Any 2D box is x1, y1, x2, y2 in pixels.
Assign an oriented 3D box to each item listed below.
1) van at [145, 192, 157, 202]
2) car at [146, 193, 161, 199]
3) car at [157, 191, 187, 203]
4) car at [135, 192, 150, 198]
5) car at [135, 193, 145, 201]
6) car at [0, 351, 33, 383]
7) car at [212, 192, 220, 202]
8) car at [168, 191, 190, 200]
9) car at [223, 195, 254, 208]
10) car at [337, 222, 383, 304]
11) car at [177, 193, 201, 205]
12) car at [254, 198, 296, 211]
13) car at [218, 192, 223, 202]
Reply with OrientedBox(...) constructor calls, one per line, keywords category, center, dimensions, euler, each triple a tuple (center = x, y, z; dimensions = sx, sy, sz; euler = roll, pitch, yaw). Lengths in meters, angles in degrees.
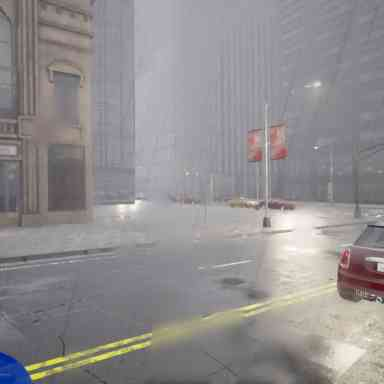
OrientedBox(category="van", center=(-6.493, 0.952, 61.116), dimensions=(1.690, 1.788, 3.998), euler=(0, 1, -35))
OrientedBox(category="car", center=(-9.281, 0.925, 79.812), dimensions=(1.802, 1.307, 4.206), euler=(0, 1, -35))
OrientedBox(category="car", center=(-3.243, 0.978, 56.524), dimensions=(2.192, 1.841, 5.009), euler=(0, 1, -35))
OrientedBox(category="car", center=(-12.530, 0.831, 84.403), dimensions=(1.887, 1.381, 4.507), euler=(0, 1, -35))
OrientedBox(category="car", center=(-9.743, 1.108, 65.708), dimensions=(2.008, 1.369, 4.403), euler=(0, 1, -35))
OrientedBox(category="car", center=(-3.259, 1.478, 1.148), dimensions=(5.008, 1.535, 1.882), euler=(0, 0, -35))
OrientedBox(category="car", center=(3.717, 0.876, 61.447), dimensions=(2.192, 1.841, 5.009), euler=(0, 1, -35))
OrientedBox(category="car", center=(-2.781, 0.770, 70.628), dimensions=(2.192, 1.841, 5.009), euler=(0, 1, -35))
OrientedBox(category="car", center=(6.603, 1.336, 42.614), dimensions=(1.752, 1.417, 4.829), euler=(0, 1, -35))
OrientedBox(category="car", center=(5.125, 1.350, 7.015), dimensions=(4.553, 1.767, 2.097), euler=(0, 0, -35))
OrientedBox(category="car", center=(0.006, 1.258, 51.935), dimensions=(1.887, 1.381, 4.507), euler=(0, 1, -35))
OrientedBox(category="car", center=(9.755, 1.400, 38.161), dimensions=(1.887, 1.381, 4.507), euler=(0, 1, -35))
OrientedBox(category="car", center=(6.966, 1.177, 56.858), dimensions=(1.947, 1.339, 4.313), euler=(0, 1, -35))
